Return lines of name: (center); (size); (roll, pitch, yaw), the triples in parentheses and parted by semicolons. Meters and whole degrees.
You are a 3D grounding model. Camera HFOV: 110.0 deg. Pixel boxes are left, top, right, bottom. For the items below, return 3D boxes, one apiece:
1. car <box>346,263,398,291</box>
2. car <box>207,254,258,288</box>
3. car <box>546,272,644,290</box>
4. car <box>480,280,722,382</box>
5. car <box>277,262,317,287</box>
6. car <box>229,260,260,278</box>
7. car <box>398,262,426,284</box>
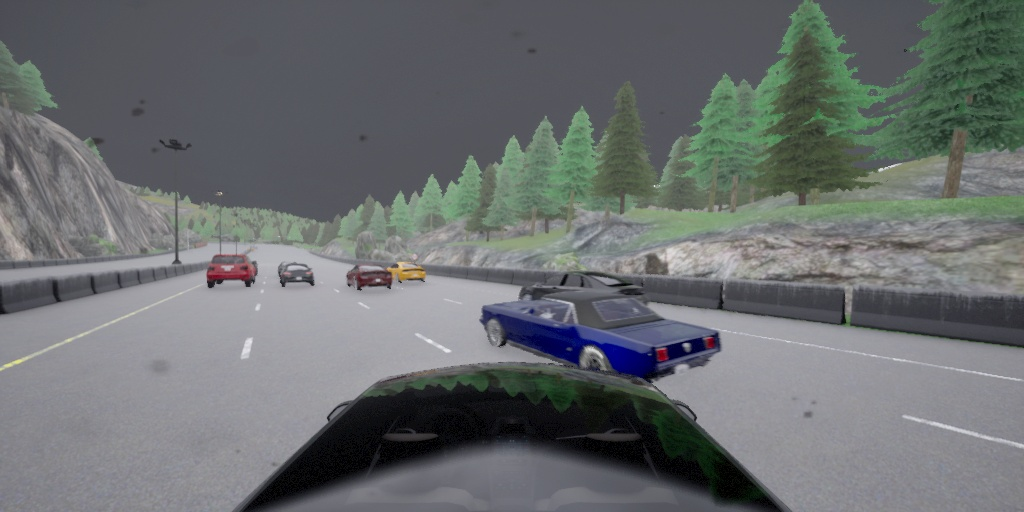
car: (-8.841, 1.208, 22.012); (1.882, 1.535, 5.008); (0, 0, -34)
car: (-18.569, 0.930, 23.906); (2.150, 2.045, 5.566); (0, -1, -32)
car: (2.125, 1.256, 11.939); (1.837, 1.490, 4.892); (0, 0, -34)
car: (1.216, 1.352, 7.009); (1.895, 1.301, 4.718); (0, 0, -34)
car: (-14.673, 1.245, 24.422); (1.812, 1.442, 4.674); (0, 0, -34)
car: (-25.764, 1.189, 34.683); (2.128, 1.511, 4.902); (0, 0, -34)
car: (-8.200, 1.208, 27.339); (1.882, 1.535, 5.008); (0, 0, -34)
